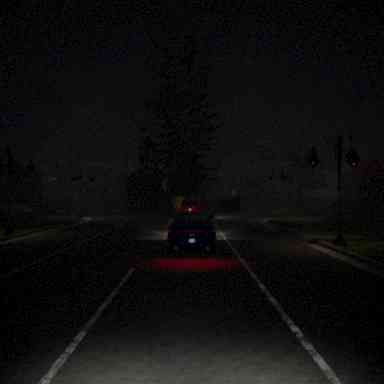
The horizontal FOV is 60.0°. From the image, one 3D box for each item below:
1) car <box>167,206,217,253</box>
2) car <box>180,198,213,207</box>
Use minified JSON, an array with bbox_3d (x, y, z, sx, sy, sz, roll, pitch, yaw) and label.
[{"bbox_3d":[0.003,1.614,14.479,1.882,1.535,5.008,0,0,0],"label":"car"},{"bbox_3d":[0.482,1.484,28.558,2.150,2.045,5.566,0,0,14],"label":"car"}]
